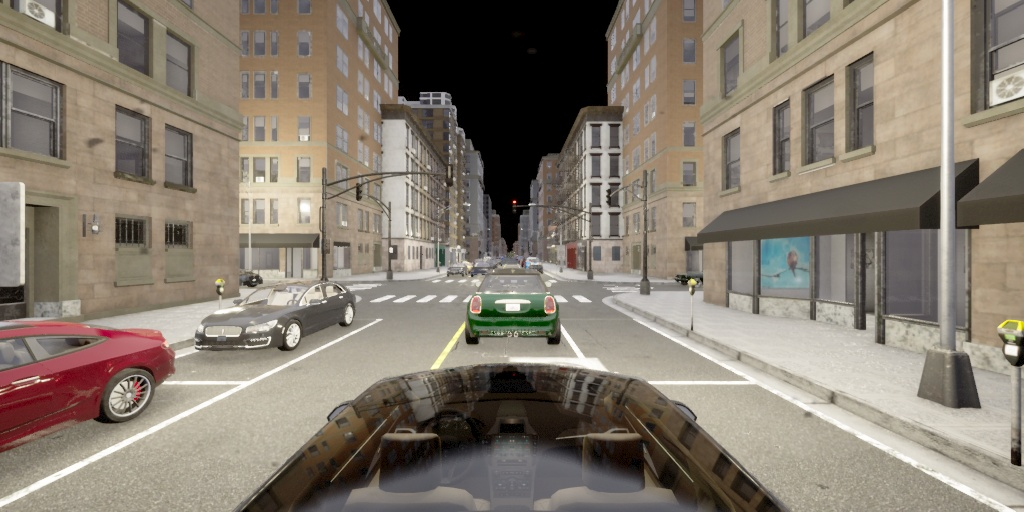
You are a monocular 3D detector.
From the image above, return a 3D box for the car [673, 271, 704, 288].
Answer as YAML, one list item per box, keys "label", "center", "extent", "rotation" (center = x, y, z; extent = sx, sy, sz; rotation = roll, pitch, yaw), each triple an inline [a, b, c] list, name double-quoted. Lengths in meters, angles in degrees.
- label: "car"
  center: [13.493, 1.431, 24.072]
  extent: [4.718, 1.301, 1.895]
  rotation: [0, 0, 0]

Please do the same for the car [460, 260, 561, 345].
- label: "car"
  center: [0.039, 1.102, 9.678]
  extent: [2.097, 1.767, 4.553]
  rotation: [0, 0, 1]

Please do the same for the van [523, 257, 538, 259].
- label: "van"
  center: [2.633, 1.085, 46.526]
  extent: [1.690, 1.789, 3.998]
  rotation: [0, 0, 0]

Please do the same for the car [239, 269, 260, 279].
- label: "car"
  center: [-17.146, 1.223, 21.068]
  extent: [4.181, 1.385, 1.994]
  rotation: [0, 0, 0]

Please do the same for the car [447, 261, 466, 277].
- label: "car"
  center: [-5.396, 1.296, 35.711]
  extent: [2.007, 1.370, 4.403]
  rotation: [0, 0, 0]

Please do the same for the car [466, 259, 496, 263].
- label: "car"
  center: [-2.878, 1.293, 34.980]
  extent: [2.033, 1.411, 5.357]
  rotation: [0, 0, 1]

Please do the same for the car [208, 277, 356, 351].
- label: "car"
  center: [-5.390, 1.300, 8.835]
  extent: [2.007, 1.370, 4.403]
  rotation: [0, 0, 0]

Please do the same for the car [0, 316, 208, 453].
- label: "car"
  center: [-5.389, 1.332, 3.153]
  extent: [1.802, 1.307, 4.207]
  rotation: [0, 0, 0]

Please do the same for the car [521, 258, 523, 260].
- label: "car"
  center: [2.634, 1.325, 51.932]
  extent: [1.802, 1.307, 4.207]
  rotation: [0, 0, 0]

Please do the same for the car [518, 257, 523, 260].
- label: "car"
  center: [2.635, 1.057, 62.744]
  extent: [2.192, 1.841, 5.009]
  rotation: [0, 0, 0]

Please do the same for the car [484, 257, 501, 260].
- label: "car"
  center: [-2.860, 1.246, 48.675]
  extent: [1.837, 1.490, 4.892]
  rotation: [0, 1, 0]
